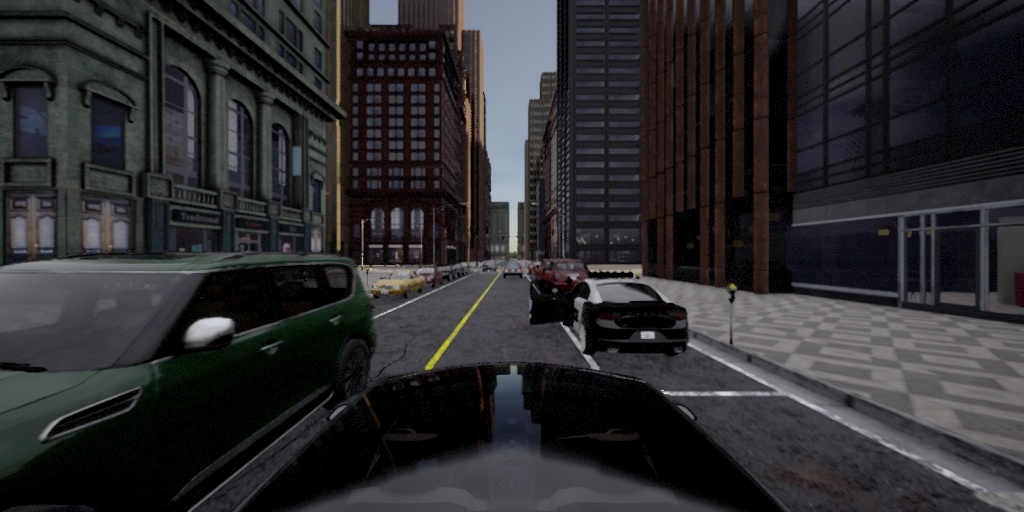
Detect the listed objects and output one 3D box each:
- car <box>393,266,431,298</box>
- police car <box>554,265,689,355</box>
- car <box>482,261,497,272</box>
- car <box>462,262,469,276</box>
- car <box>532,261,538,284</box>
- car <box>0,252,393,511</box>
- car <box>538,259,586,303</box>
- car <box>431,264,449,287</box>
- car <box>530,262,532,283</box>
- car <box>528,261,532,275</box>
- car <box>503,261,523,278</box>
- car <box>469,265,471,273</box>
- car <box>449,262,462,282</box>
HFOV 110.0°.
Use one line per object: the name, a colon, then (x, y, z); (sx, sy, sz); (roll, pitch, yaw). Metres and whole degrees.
car: (-5.746, 1.303, 18.585); (1.751, 1.417, 4.829); (0, 0, 0)
police car: (2.373, 1.186, 8.842); (1.930, 1.638, 5.238); (0, 0, 0)
car: (-2.951, 1.430, 47.727); (2.033, 1.411, 5.357); (0, 0, 0)
car: (-5.727, 1.378, 35.664); (1.948, 1.339, 4.313); (0, 0, 0)
car: (2.786, 1.103, 24.385); (2.192, 1.841, 5.009); (0, 0, 0)
car: (-3.100, 0.974, 3.192); (2.150, 2.045, 5.566); (0, 0, 0)
car: (2.779, 1.092, 18.749); (2.192, 1.841, 5.009); (0, 0, 0)
car: (-5.739, 1.370, 24.392); (1.802, 1.307, 4.207); (0, 0, 0)
car: (2.792, 1.366, 30.021); (1.948, 1.339, 4.313); (0, 0, 0)
car: (2.804, 1.265, 41.293); (1.967, 1.591, 4.097); (0, 0, 0)
car: (0.094, 1.357, 34.554); (2.033, 1.411, 5.357); (0, 0, 1)
car: (-5.721, 1.375, 41.301); (2.007, 1.370, 4.403); (0, 0, 0)
car: (-5.733, 1.366, 30.028); (1.948, 1.339, 4.313); (0, 0, 0)
